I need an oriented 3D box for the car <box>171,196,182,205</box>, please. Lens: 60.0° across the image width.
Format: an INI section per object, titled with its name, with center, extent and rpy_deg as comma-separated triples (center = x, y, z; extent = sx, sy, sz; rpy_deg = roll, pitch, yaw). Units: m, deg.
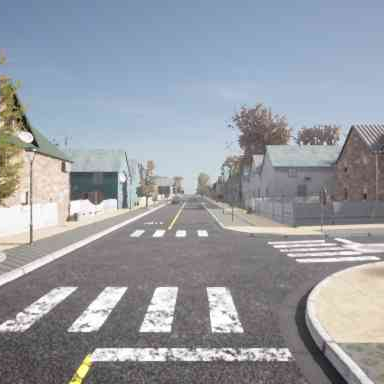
[car]
center = -2.790, 1.523, 60.339
extent = 1.837, 1.490, 4.892
rpy_deg = 0, 0, 0
